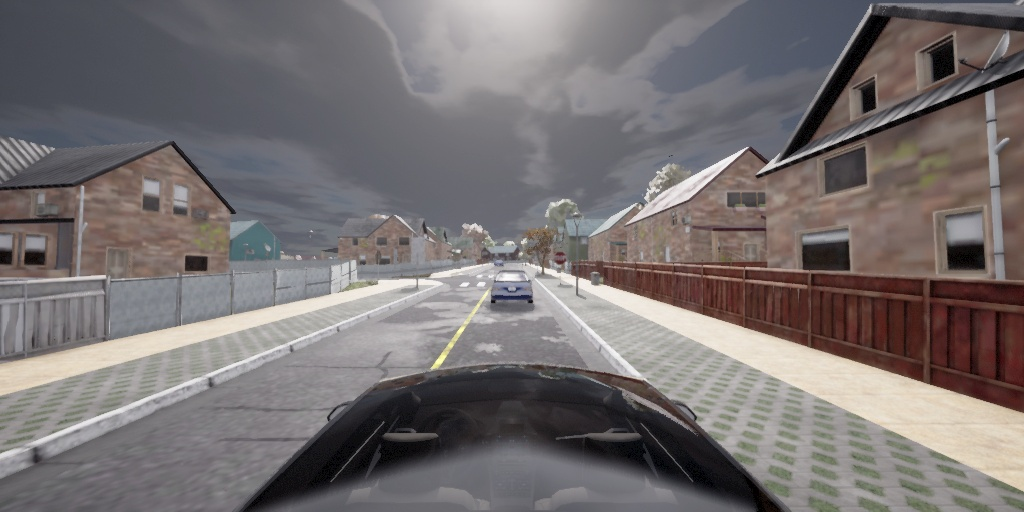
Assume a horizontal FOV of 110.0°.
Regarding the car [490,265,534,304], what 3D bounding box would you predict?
[{"bbox_3d":[0.000,1.337,16.513,2.033,1.411,5.357,0,0,0],"label":"car"}]
